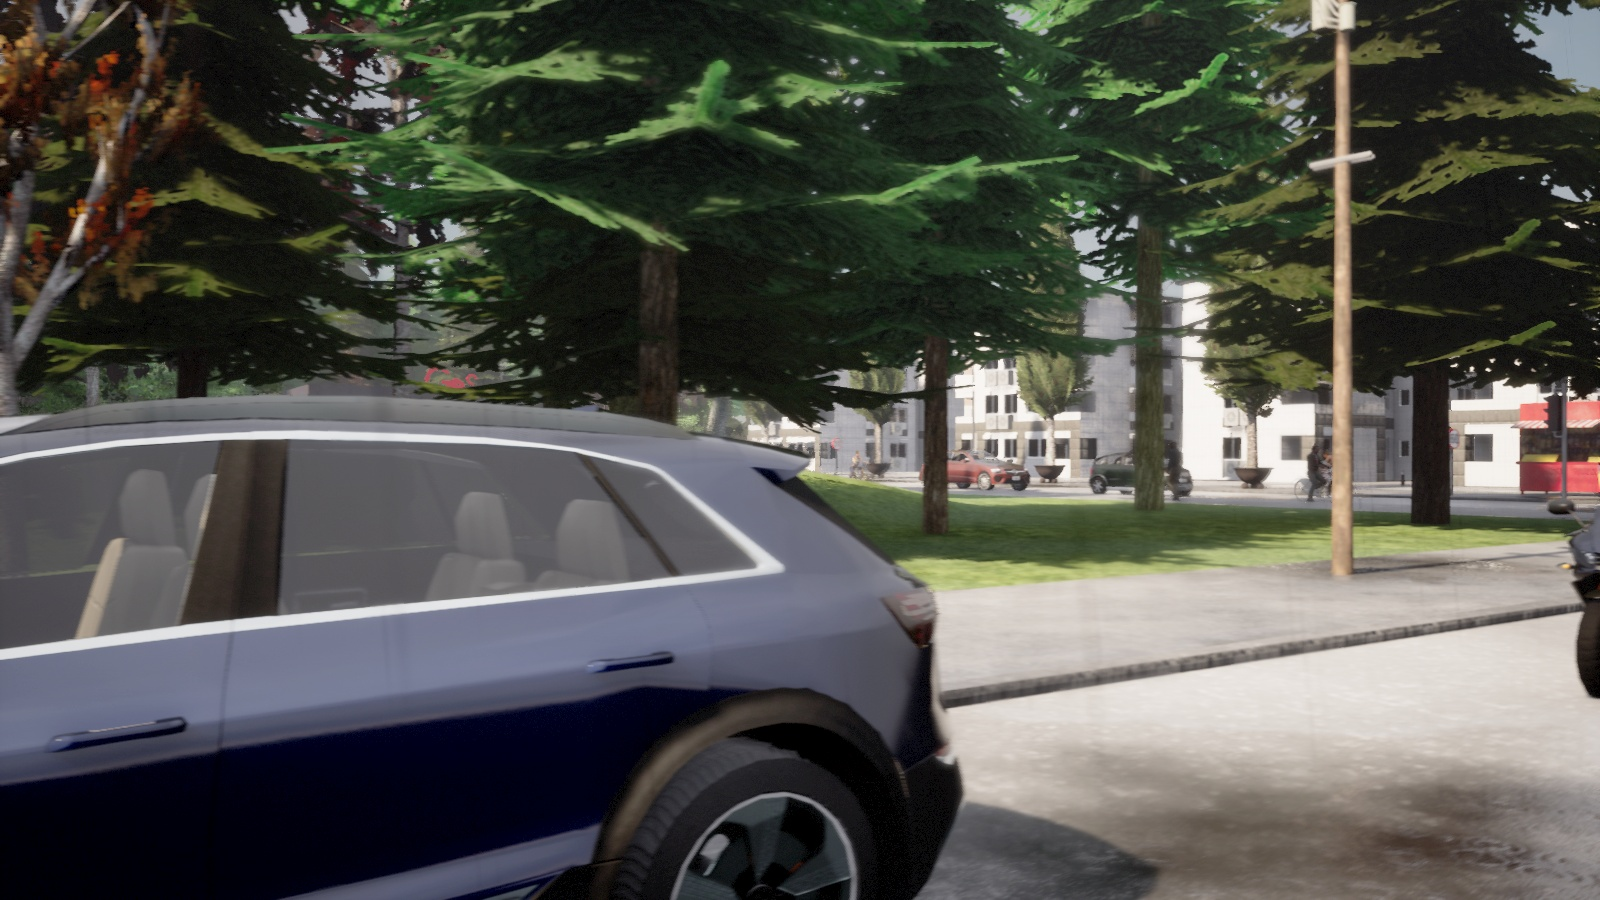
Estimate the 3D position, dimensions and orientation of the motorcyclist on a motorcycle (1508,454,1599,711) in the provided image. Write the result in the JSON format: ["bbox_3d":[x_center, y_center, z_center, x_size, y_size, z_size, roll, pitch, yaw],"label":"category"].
[{"bbox_3d":[5.607,0.788,8.181,2.191,1.530,0.866,0,0,-35],"label":"motorcyclist on a motorcycle"}]

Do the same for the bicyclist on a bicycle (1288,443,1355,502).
[{"bbox_3d":[15.978,0.676,38.523,0.659,1.776,1.843,0,0,-34],"label":"bicyclist on a bicycle"}]

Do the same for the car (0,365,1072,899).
[{"bbox_3d":[-1.783,0.686,3.035,4.856,1.649,2.033,0,0,-36],"label":"car"}]

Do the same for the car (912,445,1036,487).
[{"bbox_3d":[7.033,0.635,51.319,2.152,1.651,5.027,0,0,-35],"label":"car"}]

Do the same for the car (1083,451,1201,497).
[{"bbox_3d":[11.990,0.807,44.204,1.789,1.549,3.705,0,0,-35],"label":"car"}]

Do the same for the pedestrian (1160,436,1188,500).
[{"bbox_3d":[10.912,0.521,36.613,0.370,1.835,0.726,0,0,-29],"label":"pedestrian"}]
